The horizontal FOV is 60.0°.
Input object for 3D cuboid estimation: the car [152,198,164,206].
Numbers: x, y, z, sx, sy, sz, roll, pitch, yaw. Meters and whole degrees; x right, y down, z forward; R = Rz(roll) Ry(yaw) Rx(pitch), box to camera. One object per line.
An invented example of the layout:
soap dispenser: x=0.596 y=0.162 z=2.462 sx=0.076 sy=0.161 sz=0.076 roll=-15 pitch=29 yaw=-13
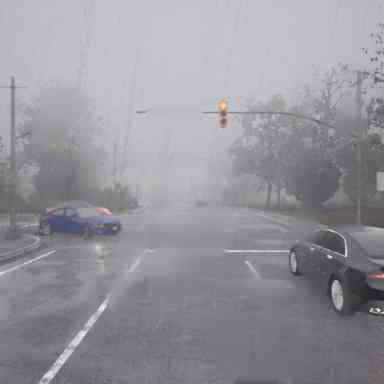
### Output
car: x=-6.894 y=2.036 z=67.621 sx=1.837 sy=1.490 sz=4.892 roll=0 pitch=-2 yaw=-12

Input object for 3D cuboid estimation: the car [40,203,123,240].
car: x=-5.738 y=1.483 z=17.120 sx=5.008 sy=1.535 sz=1.882 roll=-1 pitch=-1 yaw=33

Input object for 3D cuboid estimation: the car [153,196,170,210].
car: x=-3.950 y=1.626 z=43.602 sx=2.033 sy=1.411 sz=5.357 roll=0 pitch=-1 yaw=-3

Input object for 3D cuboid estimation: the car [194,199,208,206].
car: x=1.624 y=1.945 z=60.573 sx=1.895 sy=1.301 sz=4.718 roll=0 pitch=-1 yaw=-9

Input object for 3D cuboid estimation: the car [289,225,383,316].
car: x=3.602 y=1.505 z=7.477 sx=1.837 sy=1.490 sz=4.892 roll=0 pitch=0 yaw=1

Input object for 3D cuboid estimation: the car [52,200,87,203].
car: x=-8.220 y=1.369 z=24.222 sx=4.553 sy=1.767 sz=2.097 roll=0 pitch=0 yaw=-14
